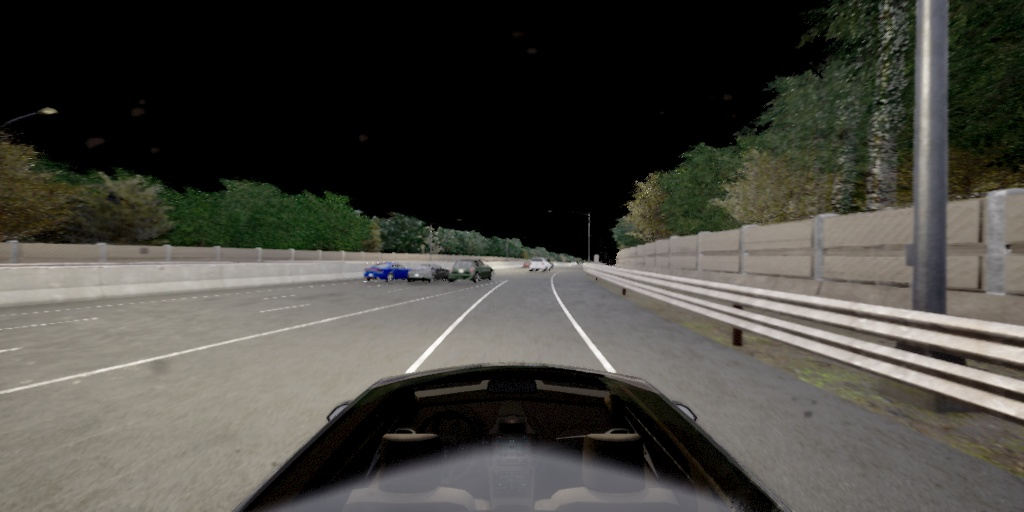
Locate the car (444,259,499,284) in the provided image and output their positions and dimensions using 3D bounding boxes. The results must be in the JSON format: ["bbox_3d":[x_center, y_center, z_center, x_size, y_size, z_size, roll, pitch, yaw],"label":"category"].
[{"bbox_3d":[-2.895,1.040,26.510,2.097,1.767,4.553,0,0,16],"label":"car"}]

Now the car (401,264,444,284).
[{"bbox_3d":[-6.256,1.313,27.510,1.994,1.385,4.181,-1,0,16],"label":"car"}]

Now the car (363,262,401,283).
[{"bbox_3d":[-9.603,1.249,28.488,1.882,1.535,5.008,0,0,16],"label":"car"}]

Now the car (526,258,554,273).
[{"bbox_3d":[4.077,1.264,50.815,2.150,2.045,5.566,0,-1,16],"label":"car"}]
